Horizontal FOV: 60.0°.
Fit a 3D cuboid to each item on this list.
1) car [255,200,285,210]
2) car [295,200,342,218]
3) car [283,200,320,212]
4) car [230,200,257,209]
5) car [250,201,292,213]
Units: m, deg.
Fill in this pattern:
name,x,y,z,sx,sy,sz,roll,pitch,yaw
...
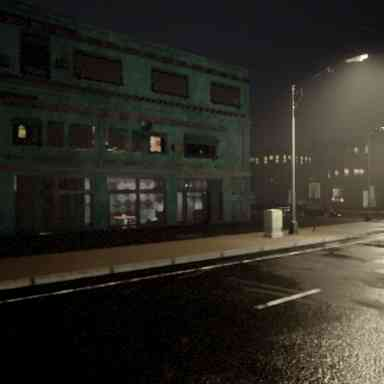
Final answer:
name,x,y,z,sx,sy,sz,roll,pitch,yaw
car,11.480,1.915,49.325,1.802,1.307,4.206,-1,0,-35
car,12.604,1.823,33.088,1.947,1.339,4.313,-1,0,-35
car,14.690,1.821,44.816,2.008,1.369,4.403,-1,0,-35
car,8.270,1.977,53.833,1.802,1.307,4.206,-1,0,-35
car,10.005,1.818,41.433,2.128,1.511,4.902,-1,0,-35
